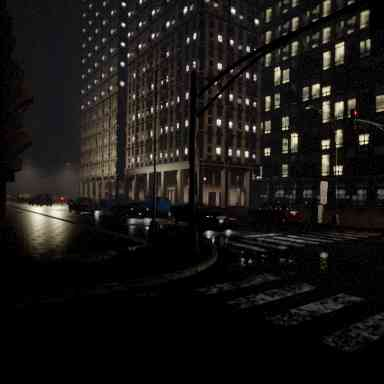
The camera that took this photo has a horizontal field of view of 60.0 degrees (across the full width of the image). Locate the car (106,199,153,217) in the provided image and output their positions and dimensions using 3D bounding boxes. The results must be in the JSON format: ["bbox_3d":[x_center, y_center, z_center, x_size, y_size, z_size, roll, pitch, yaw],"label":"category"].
[{"bbox_3d":[-5.664,1.535,29.939,1.895,1.301,4.718,1,-1,-35],"label":"car"}]

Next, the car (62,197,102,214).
[{"bbox_3d":[-10.927,1.427,32.876,2.008,1.369,4.403,1,-1,-35],"label":"car"}]

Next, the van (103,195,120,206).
[{"bbox_3d":[-10.637,1.368,46.941,1.690,1.788,3.998,1,-1,-35],"label":"van"}]

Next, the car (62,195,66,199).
[{"bbox_3d":[-18.939,1.456,54.147,2.128,1.511,4.902,1,-1,-35],"label":"car"}]

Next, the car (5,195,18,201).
[{"bbox_3d":[-40.374,1.377,74.316,2.008,1.369,4.403,1,-1,-35],"label":"car"}]

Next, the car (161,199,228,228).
[{"bbox_3d":[0.302,1.441,21.547,2.128,1.511,4.902,1,-1,-35],"label":"car"}]

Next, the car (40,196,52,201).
[{"bbox_3d":[-36.817,1.570,83.773,1.802,1.307,4.206,1,-1,-35],"label":"car"}]

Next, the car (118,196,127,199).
[{"bbox_3d":[-7.369,1.584,42.334,2.008,1.369,4.403,1,-1,-35],"label":"car"}]

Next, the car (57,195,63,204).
[{"bbox_3d":[-24.925,1.307,62.575,2.097,1.767,4.553,1,-1,-35],"label":"car"}]

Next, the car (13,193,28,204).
[{"bbox_3d":[-30.555,1.155,60.505,2.192,1.841,5.009,1,-1,-35],"label":"car"}]

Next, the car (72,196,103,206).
[{"bbox_3d":[-12.817,1.424,40.036,1.837,1.490,4.892,1,-1,-35],"label":"car"}]

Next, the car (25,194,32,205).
[{"bbox_3d":[-24.015,1.432,51.294,1.802,1.307,4.206,1,-1,-35],"label":"car"}]

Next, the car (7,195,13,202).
[{"bbox_3d":[-37.103,1.396,69.712,1.947,1.339,4.313,1,-1,-35],"label":"car"}]

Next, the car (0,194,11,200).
[{"bbox_3d":[-46.822,1.365,83.389,1.752,1.417,4.829,1,-1,-35],"label":"car"}]

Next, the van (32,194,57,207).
[{"bbox_3d":[-20.739,1.197,46.692,1.690,1.788,3.998,1,-1,-35],"label":"van"}]

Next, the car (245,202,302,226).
[{"bbox_3d":[5.721,1.505,23.917,1.967,1.590,4.097,1,-1,-35],"label":"car"}]

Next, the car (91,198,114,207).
[{"bbox_3d":[-13.913,1.586,51.543,1.947,1.339,4.313,1,-1,-35],"label":"car"}]

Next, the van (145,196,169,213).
[{"bbox_3d":[-4.093,1.382,37.732,1.690,1.788,3.998,1,-1,-35],"label":"van"}]
